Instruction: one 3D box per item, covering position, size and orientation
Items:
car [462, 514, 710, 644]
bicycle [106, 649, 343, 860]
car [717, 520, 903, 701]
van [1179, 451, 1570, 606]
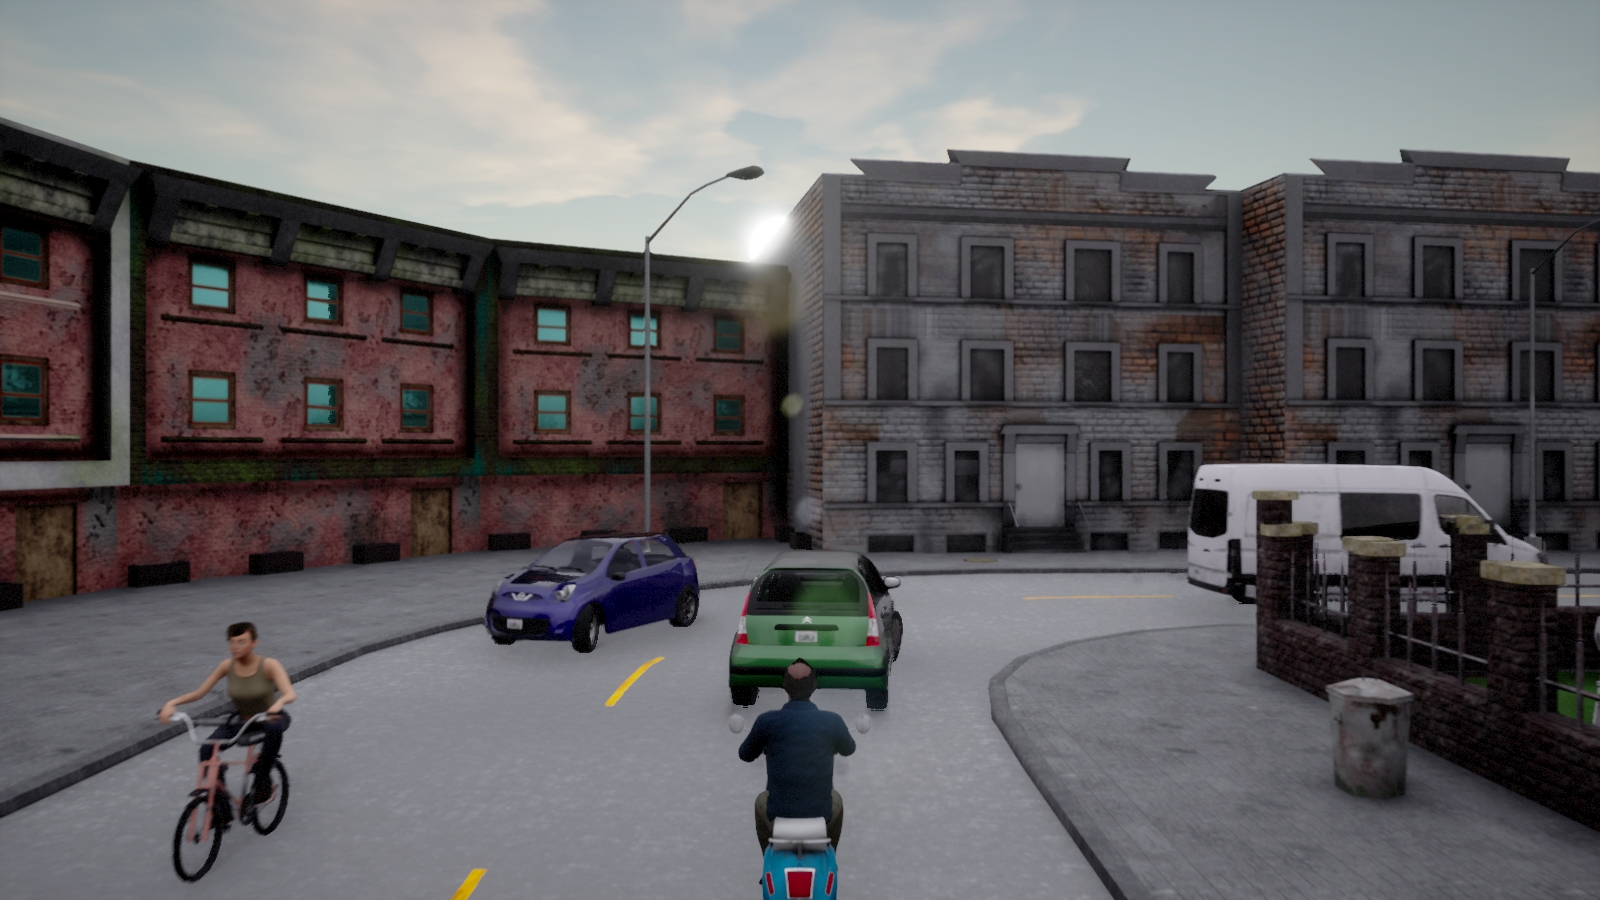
[{"bbox_3d":[-3.076,1.819,17.167,1.845,1.501,3.633,0,0,26],"label":"car"},{"bbox_3d":[-3.898,2.035,7.892,0.859,1.080,1.487,0,-1,1],"label":"bicycle"},{"bbox_3d":[0.277,1.780,13.880,1.851,1.617,3.988,0,0,6],"label":"car"},{"bbox_3d":[9.952,1.313,20.064,5.915,2.561,1.988,0,0,-3],"label":"van"}]
